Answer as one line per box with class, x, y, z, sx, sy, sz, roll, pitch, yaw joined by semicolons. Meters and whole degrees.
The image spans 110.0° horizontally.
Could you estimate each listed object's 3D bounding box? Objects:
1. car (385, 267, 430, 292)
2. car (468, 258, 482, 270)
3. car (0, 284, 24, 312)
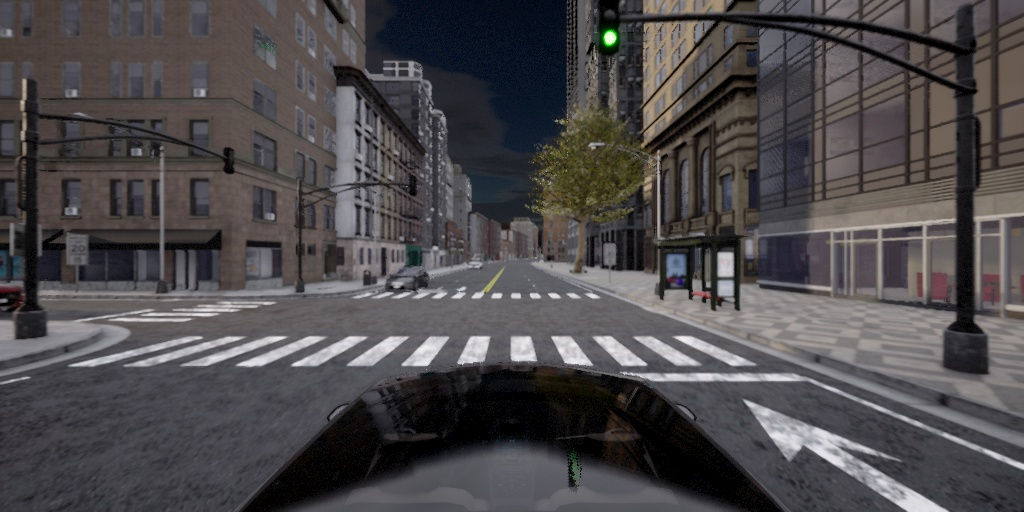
car;-6.516;1.467;22.786;2.128;1.511;4.902;0;0;0
car;-6.544;1.419;64.171;2.150;2.045;5.566;0;1;0
car;-19.905;1.252;12.253;5.008;1.535;1.882;0;0;0
